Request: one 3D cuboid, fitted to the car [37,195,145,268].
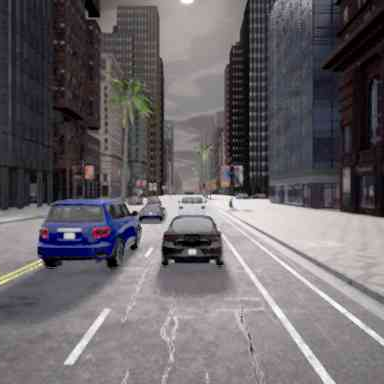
[{"bbox_3d":[-3.214,1.248,11.496,2.150,2.045,5.566,0,0,1],"label":"car"}]

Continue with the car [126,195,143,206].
[{"bbox_3d":[-9.789,1.482,57.125,2.097,1.767,4.553,0,0,1],"label":"car"}]

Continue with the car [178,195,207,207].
[{"bbox_3d":[0.041,1.281,26.496,2.150,2.045,5.566,0,0,1],"label":"car"}]

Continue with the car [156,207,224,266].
[{"bbox_3d":[0.038,1.503,11.634,1.882,1.535,5.008,0,0,1],"label":"car"}]

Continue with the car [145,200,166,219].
[{"bbox_3d":[-3.192,1.625,27.836,1.994,1.385,4.181,0,0,1],"label":"car"}]

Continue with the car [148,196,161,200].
[{"bbox_3d":[-6.542,1.481,57.144,2.097,1.767,4.553,0,0,0],"label":"car"}]
